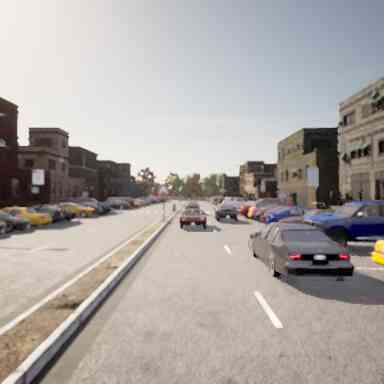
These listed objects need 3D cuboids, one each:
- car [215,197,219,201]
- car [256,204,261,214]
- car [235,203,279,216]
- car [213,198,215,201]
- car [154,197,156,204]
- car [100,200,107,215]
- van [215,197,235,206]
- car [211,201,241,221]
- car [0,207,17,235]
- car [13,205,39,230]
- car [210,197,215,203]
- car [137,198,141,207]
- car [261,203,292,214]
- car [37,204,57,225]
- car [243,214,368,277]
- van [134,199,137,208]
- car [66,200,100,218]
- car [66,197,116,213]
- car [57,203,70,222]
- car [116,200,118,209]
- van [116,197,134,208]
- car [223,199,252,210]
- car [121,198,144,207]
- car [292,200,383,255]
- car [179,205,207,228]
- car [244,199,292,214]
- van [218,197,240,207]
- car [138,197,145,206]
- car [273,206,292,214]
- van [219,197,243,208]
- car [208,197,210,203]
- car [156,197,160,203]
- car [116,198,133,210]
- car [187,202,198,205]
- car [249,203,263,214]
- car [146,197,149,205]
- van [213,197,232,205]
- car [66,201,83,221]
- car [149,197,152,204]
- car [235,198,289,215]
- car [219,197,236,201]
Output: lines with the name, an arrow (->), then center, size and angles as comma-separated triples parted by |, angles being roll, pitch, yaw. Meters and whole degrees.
car -> 7.600, 1.991, 61.336 | 5.566, 2.045, 2.435 | 0, -1, 0
car -> 7.613, 1.831, 25.482 | 4.674, 1.452, 2.002 | 0, -1, 0
car -> 7.569, 2.010, 39.271 | 4.792, 1.488, 2.163 | 0, -1, 0
car -> 7.556, 2.401, 72.362 | 4.674, 1.452, 2.002 | 0, -1, 0
car -> -12.658, 2.521, 87.564 | 4.892, 1.521, 2.231 | 0, -1, 0
car -> -12.637, 1.927, 37.540 | 4.892, 1.521, 2.231 | 0, -1, 0
van -> 7.669, 2.197, 77.881 | 4.442, 1.987, 1.878 | 0, -1, 0
car -> 3.068, 1.890, 30.807 | 1.837, 1.490, 4.892 | 0, -1, 0
car -> -12.647, 1.713, 18.095 | 4.792, 1.488, 2.163 | 0, -1, 0
car -> -12.639, 1.747, 20.872 | 4.792, 1.488, 2.163 | 0, -1, 0
car -> 7.370, 2.389, 75.119 | 5.366, 1.575, 1.946 | 0, -1, 0
car -> -12.656, 2.262, 62.553 | 4.674, 1.452, 2.002 | 0, -1, 0
car -> 7.613, 1.752, 22.726 | 5.008, 1.535, 2.097 | 0, -1, 0
car -> -12.846, 1.749, 23.653 | 5.366, 1.575, 1.946 | 0, -1, 0
car -> 3.093, 1.664, 10.561 | 2.033, 1.411, 5.357 | 0, -1, 0
van -> -12.769, 1.964, 59.777 | 4.442, 1.987, 1.878 | 0, -1, 0
car -> -12.647, 1.892, 34.760 | 5.008, 1.535, 2.097 | 0, -1, 0
car -> -12.616, 1.709, 40.322 | 5.566, 2.045, 2.435 | 0, -1, 0
car -> -12.682, 1.817, 26.430 | 4.792, 1.488, 2.163 | 0, -1, 0
car -> -12.616, 2.024, 43.098 | 4.792, 1.488, 2.163 | 0, -1, 0
van -> -12.768, 1.932, 56.998 | 4.442, 1.987, 1.878 | 0, -1, 0
car -> 7.610, 2.055, 55.695 | 4.553, 1.767, 2.185 | 0, -1, 0
car -> -12.688, 2.189, 70.892 | 4.553, 1.767, 2.185 | 0, -1, 0
car -> 7.600, 1.393, 14.458 | 5.566, 2.045, 2.435 | 0, -1, 0
car -> 0.074, 1.900, 24.655 | 1.895, 1.301, 4.718 | 0, -1, 0
car -> 7.577, 1.743, 31.000 | 4.553, 1.767, 2.185 | 0, -1, 0
van -> 7.679, 2.105, 69.608 | 4.442, 1.987, 1.878 | 0, -1, 0
car -> -12.469, 2.250, 65.333 | 5.366, 1.575, 1.946 | 0, -1, 0
car -> 7.624, 1.755, 19.968 | 4.674, 1.452, 2.002 | 0, -1, 0
van -> 7.452, 2.046, 64.093 | 4.442, 1.987, 1.878 | 0, -1, 0
car -> 7.570, 2.273, 86.151 | 5.566, 2.045, 2.435 | 0, -1, 0
car -> -12.638, 2.345, 93.126 | 5.566, 2.045, 2.435 | 0, -1, 0
car -> -12.644, 2.127, 54.216 | 4.892, 1.521, 2.231 | 0, -1, 0
car -> 0.056, 2.033, 41.462 | 1.837, 1.490, 4.892 | 0, -1, 0
car -> 7.609, 1.871, 28.370 | 4.674, 1.452, 2.002 | 0, -1, 0
car -> -12.654, 2.347, 73.672 | 5.008, 1.535, 2.097 | 0, -1, 0
van -> 7.662, 2.264, 83.393 | 4.442, 1.987, 1.878 | 0, -1, 0
car -> -12.652, 1.821, 29.085 | 5.008, 1.535, 2.097 | 0, -1, 0
car -> -12.629, 2.287, 79.228 | 4.553, 1.767, 2.185 | 0, -1, 0
car -> 7.577, 1.655, 33.759 | 5.566, 2.045, 2.435 | 0, -1, 0
car -> 7.610, 1.899, 53.061 | 5.566, 2.045, 2.435 | 0, -1, 0
